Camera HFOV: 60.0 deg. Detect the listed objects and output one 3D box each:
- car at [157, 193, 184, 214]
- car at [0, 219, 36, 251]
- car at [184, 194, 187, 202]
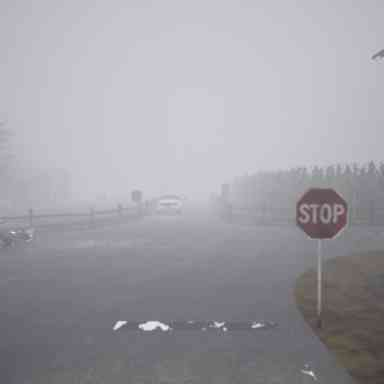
[{"bbox_3d":[-2.257,1.120,34.204,2.150,2.045,5.566,0,1,1],"label":"car"},{"bbox_3d":[-9.504,1.767,14.656,4.902,1.511,2.128,-2,1,1],"label":"car"},{"bbox_3d":[-1.776,1.003,57.828,2.033,1.411,5.357,0,1,1],"label":"car"}]
